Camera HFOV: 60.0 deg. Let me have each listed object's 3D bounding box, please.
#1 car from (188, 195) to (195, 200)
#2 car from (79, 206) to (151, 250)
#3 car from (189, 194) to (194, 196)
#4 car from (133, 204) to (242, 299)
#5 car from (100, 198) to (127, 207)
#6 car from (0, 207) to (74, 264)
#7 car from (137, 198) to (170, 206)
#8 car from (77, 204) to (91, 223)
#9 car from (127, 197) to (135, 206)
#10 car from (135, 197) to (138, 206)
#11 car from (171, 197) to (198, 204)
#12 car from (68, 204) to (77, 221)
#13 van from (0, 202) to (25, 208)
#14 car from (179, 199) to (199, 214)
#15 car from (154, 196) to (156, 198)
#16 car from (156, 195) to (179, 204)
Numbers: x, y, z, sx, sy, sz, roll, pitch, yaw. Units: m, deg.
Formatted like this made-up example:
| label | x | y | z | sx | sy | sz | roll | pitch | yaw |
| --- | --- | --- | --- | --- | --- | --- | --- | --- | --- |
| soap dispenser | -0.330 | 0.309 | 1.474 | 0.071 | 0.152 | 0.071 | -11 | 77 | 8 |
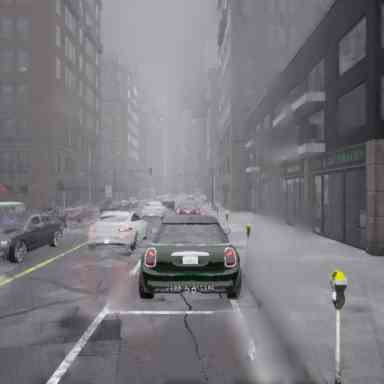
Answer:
| label | x | y | z | sx | sy | sz | roll | pitch | yaw |
| --- | --- | --- | --- | --- | --- | --- | --- | --- | --- |
| car | -0.237 | 1.636 | 95.394 | 2.008 | 1.369 | 4.403 | 0 | 0 | 0 |
| car | -3.043 | 1.526 | 14.202 | 1.812 | 1.442 | 4.674 | 0 | 0 | 0 |
| car | -0.257 | 1.501 | 84.576 | 1.967 | 1.590 | 4.097 | 0 | 0 | 0 |
| car | -0.033 | 1.353 | 8.620 | 2.097 | 1.767 | 4.553 | 0 | 0 | 0 |
| car | -8.815 | 1.573 | 36.483 | 1.947 | 1.339 | 4.313 | 0 | 0 | 0 |
| car | -6.245 | 1.492 | 11.876 | 2.128 | 1.511 | 4.902 | 0 | 0 | 0 |
| car | -3.146 | 1.530 | 28.125 | 1.812 | 1.442 | 4.674 | 0 | 0 | 0 |
| car | -8.815 | 1.585 | 25.481 | 1.802 | 1.307 | 4.206 | 0 | 0 | 0 |
| car | -8.815 | 1.591 | 41.985 | 1.802 | 1.307 | 4.206 | 0 | 0 | 0 |
| car | -8.816 | 1.452 | 47.486 | 1.967 | 1.590 | 4.097 | 0 | 0 | 0 |
| car | -0.290 | 1.443 | 25.481 | 1.967 | 1.590 | 4.097 | 0 | 0 | 0 |
| car | -8.815 | 1.568 | 19.979 | 1.947 | 1.339 | 4.313 | 0 | 0 | 0 |
| van | -8.815 | 1.342 | 14.478 | 1.690 | 1.788 | 3.998 | 0 | 0 | 0 |
| car | -0.290 | 1.558 | 36.484 | 2.008 | 1.369 | 4.403 | 0 | 0 | 0 |
| car | -8.782 | 1.643 | 84.589 | 1.802 | 1.307 | 4.206 | 0 | 0 | 0 |
| car | -3.045 | 1.486 | 41.586 | 1.882 | 1.535 | 5.008 | 0 | 0 | 0 |
